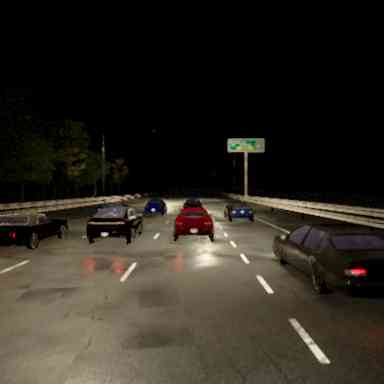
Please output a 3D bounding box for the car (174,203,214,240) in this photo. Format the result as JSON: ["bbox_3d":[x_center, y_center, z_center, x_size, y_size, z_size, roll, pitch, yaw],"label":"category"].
[{"bbox_3d":[0.079,1.470,16.422,1.812,1.442,4.674,0,0,0],"label":"car"}]

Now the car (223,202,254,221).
[{"bbox_3d":[3.568,1.455,25.995,2.033,1.411,5.357,0,0,0],"label":"car"}]

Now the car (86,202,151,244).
[{"bbox_3d":[-3.421,1.440,15.464,2.128,1.511,4.902,0,0,0],"label":"car"}]

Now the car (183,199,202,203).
[{"bbox_3d":[0.084,1.408,31.691,1.812,1.442,4.674,0,0,0],"label":"car"}]

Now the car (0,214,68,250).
[{"bbox_3d":[-6.921,1.554,14.039,1.895,1.301,4.718,0,0,0],"label":"car"}]

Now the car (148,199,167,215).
[{"bbox_3d":[-3.416,1.408,31.728,1.812,1.442,4.674,0,0,0],"label":"car"}]

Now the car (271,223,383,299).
[{"bbox_3d":[3.583,1.518,8.587,2.033,1.411,5.357,0,0,-1],"label":"car"}]
